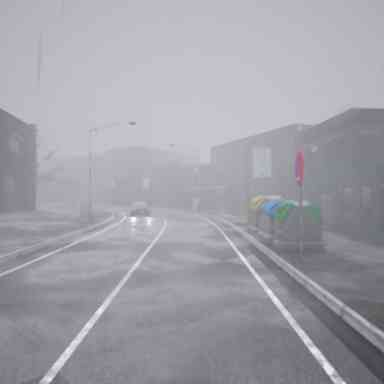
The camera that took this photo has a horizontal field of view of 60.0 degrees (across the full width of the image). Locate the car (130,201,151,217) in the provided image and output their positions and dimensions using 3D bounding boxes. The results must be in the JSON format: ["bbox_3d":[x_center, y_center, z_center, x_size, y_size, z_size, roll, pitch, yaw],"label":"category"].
[{"bbox_3d":[-5.158,1.636,33.047,1.812,1.442,4.674,1,0,-13],"label":"car"}]
